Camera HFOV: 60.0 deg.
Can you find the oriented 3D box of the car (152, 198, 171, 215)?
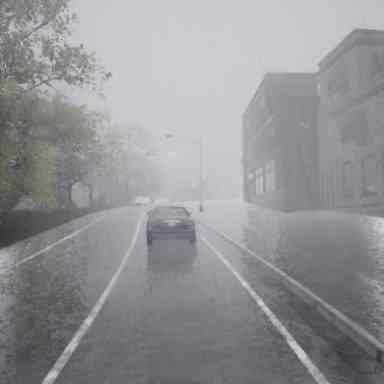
[{"bbox_3d":[-3.061,1.423,33.909,1.812,1.442,4.674,0,0,-4],"label":"car"}]

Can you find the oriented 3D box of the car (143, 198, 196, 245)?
[{"bbox_3d":[-1.056,1.344,15.767,2.097,1.767,4.553,0,0,-6],"label":"car"}]

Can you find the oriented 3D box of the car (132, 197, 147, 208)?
[{"bbox_3d":[-6.625,1.364,44.082,1.812,1.442,4.674,-1,0,3],"label":"car"}]
